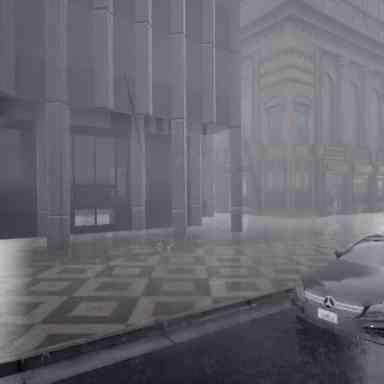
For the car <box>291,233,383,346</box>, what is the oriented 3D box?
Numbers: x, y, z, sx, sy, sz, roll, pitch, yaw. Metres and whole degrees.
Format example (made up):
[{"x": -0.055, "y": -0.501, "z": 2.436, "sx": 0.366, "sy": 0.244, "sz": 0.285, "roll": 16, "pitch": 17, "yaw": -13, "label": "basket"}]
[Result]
[{"x": 3.852, "y": 1.526, "z": 6.138, "sx": 4.674, "sy": 1.442, "sz": 1.812, "roll": 0, "pitch": 0, "yaw": -35, "label": "car"}]
